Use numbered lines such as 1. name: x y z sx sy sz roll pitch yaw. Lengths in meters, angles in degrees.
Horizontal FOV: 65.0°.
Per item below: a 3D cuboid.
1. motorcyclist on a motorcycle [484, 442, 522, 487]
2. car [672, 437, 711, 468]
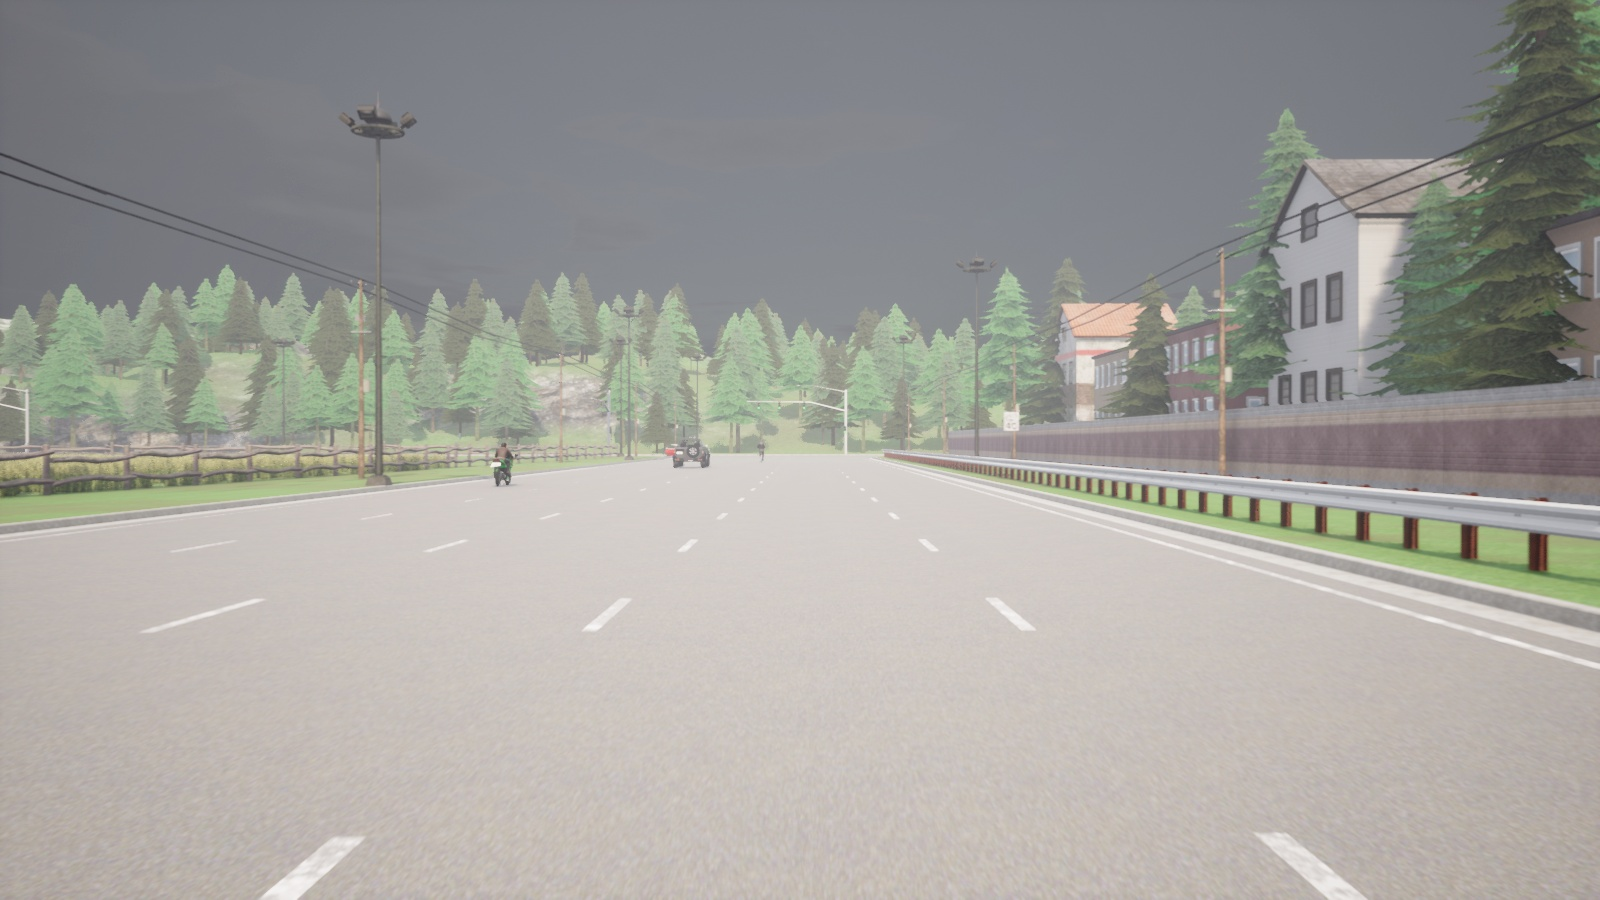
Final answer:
1. motorcyclist on a motorcycle: -10.237 0.476 43.317 0.797 1.523 2.044 0 0 0
2. car: -6.549 0.128 76.334 1.932 1.855 4.605 0 0 0
